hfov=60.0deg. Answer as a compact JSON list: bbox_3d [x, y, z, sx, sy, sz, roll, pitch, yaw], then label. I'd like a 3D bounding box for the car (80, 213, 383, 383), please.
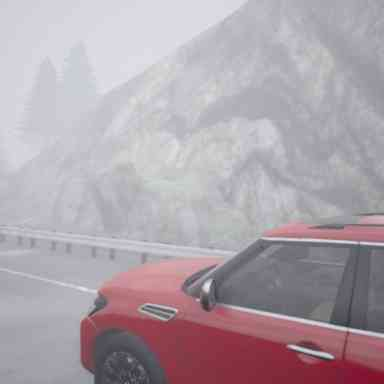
[{"bbox_3d":[1.430,1.213,2.889,5.566,2.045,2.150,0,0,35],"label":"car"}]
